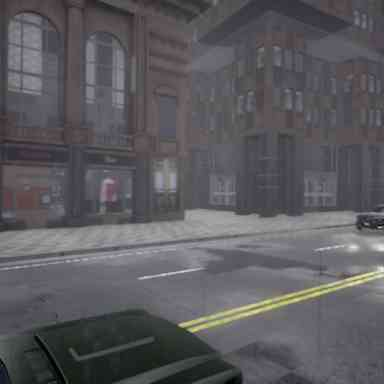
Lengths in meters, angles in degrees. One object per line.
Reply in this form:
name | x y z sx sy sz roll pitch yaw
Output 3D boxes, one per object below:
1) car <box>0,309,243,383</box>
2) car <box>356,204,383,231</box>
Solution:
car | -1.845 1.599 2.091 4.718 1.301 1.895 0 0 -35
car | 11.436 1.429 19.085 5.008 1.535 1.882 0 0 -32
